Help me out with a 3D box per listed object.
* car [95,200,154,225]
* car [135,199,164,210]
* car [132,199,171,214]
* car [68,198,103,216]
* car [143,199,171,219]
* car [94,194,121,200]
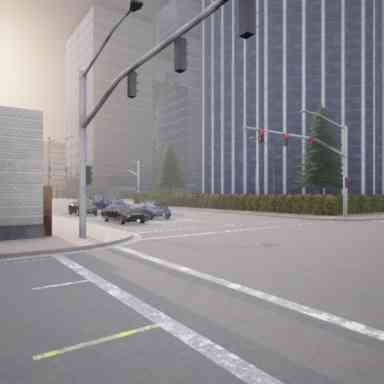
[{"bbox_3d":[-5.262,1.603,25.262,2.033,1.411,5.357,0,0,-36],"label":"car"},{"bbox_3d":[-5.716,1.619,44.228,1.994,1.385,4.181,0,0,-36],"label":"car"},{"bbox_3d":[-4.564,1.547,36.629,2.128,1.511,4.902,0,0,-36],"label":"car"},{"bbox_3d":[-10.932,1.560,33.171,1.837,1.490,4.892,0,0,-36],"label":"car"},{"bbox_3d":[-3.667,1.581,29.075,1.812,1.442,4.674,0,0,-36],"label":"car"},{"bbox_3d":[-9.329,1.277,36.947,2.150,2.045,5.566,0,0,-36],"label":"car"}]
